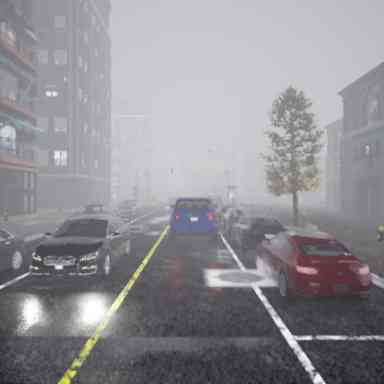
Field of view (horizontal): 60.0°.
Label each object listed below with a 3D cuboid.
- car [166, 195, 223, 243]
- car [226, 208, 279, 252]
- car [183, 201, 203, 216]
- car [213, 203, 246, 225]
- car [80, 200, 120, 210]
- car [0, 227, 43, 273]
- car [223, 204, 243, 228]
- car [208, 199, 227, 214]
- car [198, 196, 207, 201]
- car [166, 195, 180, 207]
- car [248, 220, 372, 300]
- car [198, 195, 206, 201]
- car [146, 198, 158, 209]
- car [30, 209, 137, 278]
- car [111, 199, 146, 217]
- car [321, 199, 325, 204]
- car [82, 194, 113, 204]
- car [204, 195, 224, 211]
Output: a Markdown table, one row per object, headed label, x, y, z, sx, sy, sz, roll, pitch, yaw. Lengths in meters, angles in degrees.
| label | x | y | z | sx | sy | sz | roll | pitch | yaw |
| --- | --- | --- | --- | --- | --- | --- | --- | --- | --- |
| car | 0.094 | 1.220 | 16.333 | 2.150 | 2.045 | 5.566 | 0 | 0 | 0 |
| car | 2.685 | 1.564 | 13.600 | 1.947 | 1.339 | 4.313 | 0 | 0 | 0 |
| car | 0.088 | 1.607 | 33.003 | 1.895 | 1.301 | 4.718 | 0 | 0 | 0 |
| car | 2.681 | 1.568 | 24.678 | 1.947 | 1.339 | 4.313 | 0 | 0 | 0 |
| car | -5.697 | 1.440 | 19.135 | 1.967 | 1.590 | 4.097 | 0 | 0 | 0 |
| car | -5.692 | 1.548 | 8.058 | 2.008 | 1.369 | 4.403 | 0 | 0 | 0 |
| car | 2.683 | 1.551 | 19.138 | 2.008 | 1.369 | 4.403 | 0 | 0 | 0 |
| car | 2.677 | 1.533 | 35.927 | 1.752 | 1.417 | 4.829 | 0 | 0 | 0 |
| car | 2.658 | 1.610 | 84.788 | 2.008 | 1.369 | 4.403 | 0 | 0 | 0 |
| car | -3.019 | 1.378 | 53.546 | 2.097 | 1.767 | 4.553 | 0 | 0 | 0 |
| car | 2.688 | 1.579 | 8.061 | 1.802 | 1.307 | 4.206 | 0 | 0 | 0 |
| car | 2.656 | 1.512 | 90.485 | 1.967 | 1.590 | 4.097 | 0 | 0 | 0 |
| car | -5.708 | 1.538 | 46.664 | 1.752 | 1.417 | 4.829 | 0 | 0 | 0 |
| car | -3.104 | 1.502 | 10.179 | 1.837 | 1.490 | 4.892 | 0 | 0 | 0 |
| car | -5.701 | 1.445 | 30.215 | 1.967 | 1.590 | 4.097 | 0 | 0 | 0 |
| car | 26.128 | 1.689 | 61.335 | 4.507 | 1.381 | 1.887 | 0 | 0 | 0 |
| car | -17.295 | 1.283 | 61.063 | 5.009 | 1.841 | 2.192 | 0 | 0 | 0 |
| car | 2.675 | 1.325 | 41.297 | 2.192 | 1.841 | 5.009 | 0 | 0 | 0 |
